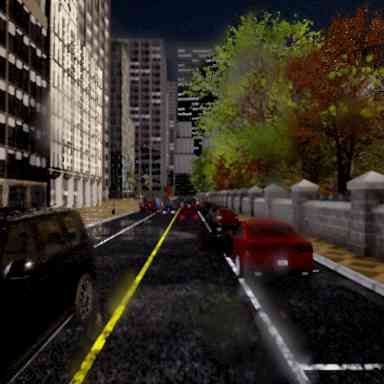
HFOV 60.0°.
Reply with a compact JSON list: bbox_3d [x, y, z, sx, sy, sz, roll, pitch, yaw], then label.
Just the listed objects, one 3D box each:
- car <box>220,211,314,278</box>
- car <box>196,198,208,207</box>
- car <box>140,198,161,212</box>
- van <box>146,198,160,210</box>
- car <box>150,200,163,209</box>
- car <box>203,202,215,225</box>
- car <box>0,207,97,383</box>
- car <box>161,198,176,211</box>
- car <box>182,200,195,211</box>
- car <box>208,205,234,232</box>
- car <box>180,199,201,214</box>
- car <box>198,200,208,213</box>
[{"bbox_3d":[2.160,1.580,10.487,1.882,1.535,5.008,0,-1,-1],"label":"car"},{"bbox_3d":[1.864,2.030,62.514,1.967,1.590,4.097,0,-1,-1],"label":"car"},{"bbox_3d":[-5.961,1.754,45.871,2.192,1.841,5.009,0,-1,-1],"label":"car"},{"bbox_3d":[-6.027,1.831,51.411,1.690,1.788,3.998,0,-1,-1],"label":"van"},{"bbox_3d":[-6.094,2.122,56.949,1.802,1.307,4.206,0,-1,-1],"label":"car"},{"bbox_3d":[2.266,1.847,29.218,1.947,1.339,4.313,0,-1,-1],"label":"car"},{"bbox_3d":[-2.876,1.264,4.221,2.150,2.045,5.566,0,-1,0],"label":"car"},{"bbox_3d":[-3.294,2.040,49.492,2.033,1.411,5.357,0,-1,-1],"label":"car"},{"bbox_3d":[-0.555,1.988,50.726,1.837,1.490,4.892,0,-1,-1],"label":"car"},{"bbox_3d":[2.333,1.810,23.669,1.802,1.307,4.206,0,-1,-1],"label":"car"},{"bbox_3d":[-0.354,1.744,40.910,2.097,1.767,4.553,0,-1,-1],"label":"car"},{"bbox_3d":[2.132,1.952,40.316,1.947,1.339,4.313,0,-1,-1],"label":"car"}]
